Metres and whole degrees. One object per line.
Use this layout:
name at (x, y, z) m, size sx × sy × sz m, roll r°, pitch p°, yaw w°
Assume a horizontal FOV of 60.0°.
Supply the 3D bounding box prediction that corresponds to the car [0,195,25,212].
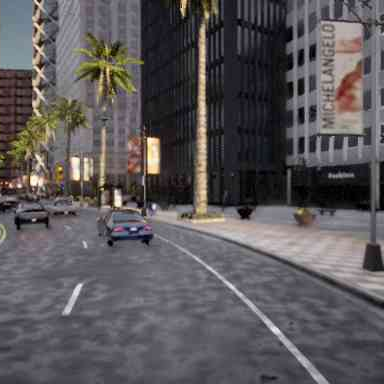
car at (-20.645, 1.436, 37.985) m, size 1.837 × 1.490 × 4.892 m, roll 0°, pitch 0°, yaw -32°

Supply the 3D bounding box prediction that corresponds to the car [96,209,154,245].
car at (-3.264, 1.509, 15.448) m, size 2.033 × 1.411 × 5.357 m, roll 0°, pitch 0°, yaw -22°

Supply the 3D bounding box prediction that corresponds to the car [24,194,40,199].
car at (-33.442, 1.218, 70.246) m, size 2.185 × 1.767 × 4.553 m, roll 0°, pitch 0°, yaw -32°

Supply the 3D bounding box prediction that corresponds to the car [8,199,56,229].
car at (-10.514, 1.450, 21.647) m, size 2.128 × 1.511 × 4.902 m, roll 0°, pitch 0°, yaw -30°

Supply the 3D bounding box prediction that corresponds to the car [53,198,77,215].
car at (-12.391, 1.534, 31.494) m, size 1.895 × 1.301 × 4.718 m, roll 0°, pitch 0°, yaw -32°
